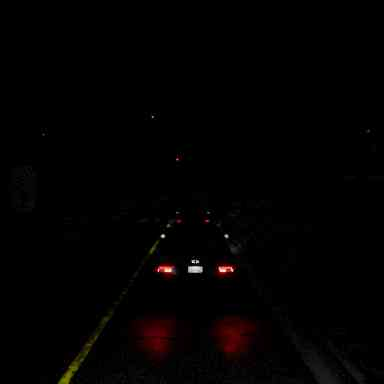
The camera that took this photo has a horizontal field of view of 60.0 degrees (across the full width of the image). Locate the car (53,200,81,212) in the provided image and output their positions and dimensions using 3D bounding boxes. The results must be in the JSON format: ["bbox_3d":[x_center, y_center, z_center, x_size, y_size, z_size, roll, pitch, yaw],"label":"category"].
[{"bbox_3d":[-15.560,1.584,38.824,4.829,1.417,1.752,-1,1,0],"label":"car"}]

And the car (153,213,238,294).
[{"bbox_3d":[0.073,1.542,8.937,2.033,1.411,5.357,0,0,0],"label":"car"}]

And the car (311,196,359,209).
[{"bbox_3d":[16.622,1.231,38.852,4.829,1.417,1.752,-1,1,0],"label":"car"}]

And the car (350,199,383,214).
[{"bbox_3d":[16.975,1.340,30.328,4.403,1.369,2.008,-1,1,0],"label":"car"}]

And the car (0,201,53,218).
[{"bbox_3d":[-15.372,1.726,30.301,4.206,1.307,1.802,-1,1,0],"label":"car"}]

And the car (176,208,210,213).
[{"bbox_3d":[0.047,1.549,18.163,1.994,1.385,4.181,0,0,0],"label":"car"}]

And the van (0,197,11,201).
[{"bbox_3d":[-21.071,1.455,38.815,3.998,1.788,1.690,-1,1,0],"label":"van"}]

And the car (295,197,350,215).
[{"bbox_3d":[11.597,1.417,30.324,4.313,1.339,1.947,-1,1,0],"label":"car"}]
